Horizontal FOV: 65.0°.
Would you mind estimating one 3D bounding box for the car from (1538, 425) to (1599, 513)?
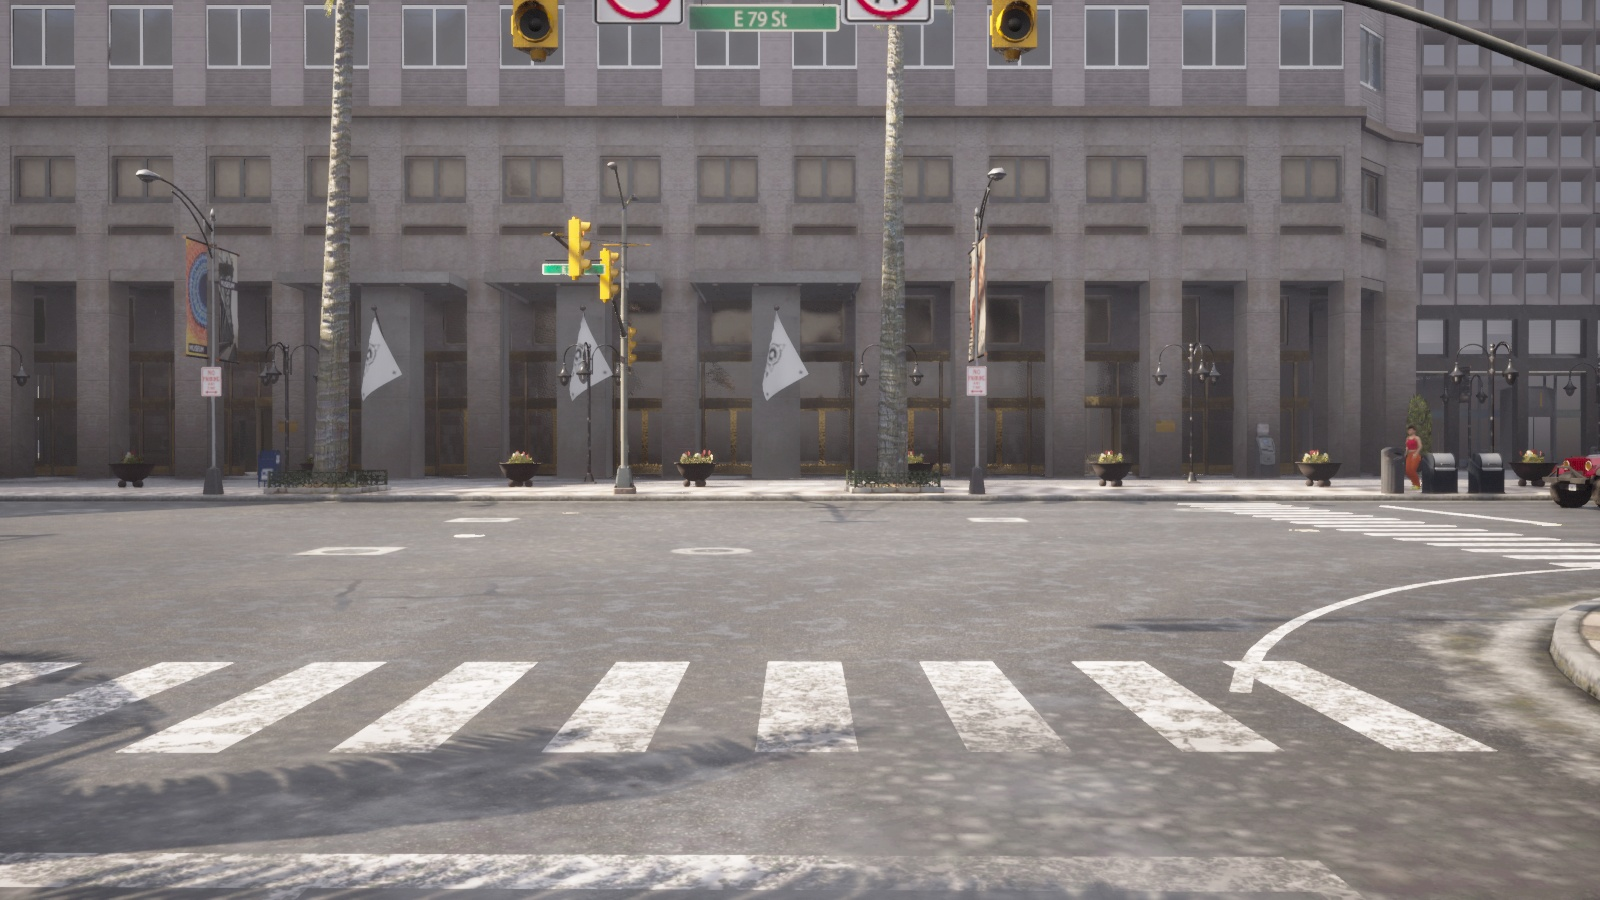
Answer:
[{"bbox_3d":[18.784,0.401,27.708,3.866,1.878,1.905,0,0,1],"label":"car"}]

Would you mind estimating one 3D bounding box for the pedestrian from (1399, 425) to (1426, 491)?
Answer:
[{"bbox_3d":[17.176,0.218,35.228,0.594,1.836,0.345,0,0,-16],"label":"pedestrian"}]
